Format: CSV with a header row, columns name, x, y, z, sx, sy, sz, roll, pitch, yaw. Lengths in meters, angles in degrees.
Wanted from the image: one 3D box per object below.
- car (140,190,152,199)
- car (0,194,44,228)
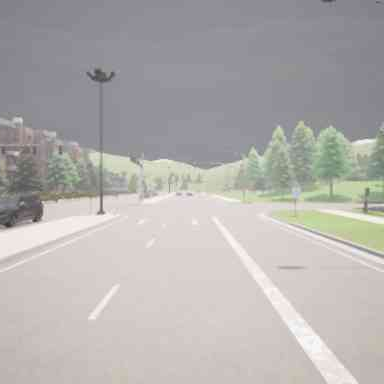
name,x,y,z,sx,sy,sz,roll,pitch,yaw
car,-11.891,0.930,83.208,1.994,1.385,4.181,0,0,-1
car,-11.497,1.167,21.218,2.150,2.045,5.566,0,0,0
